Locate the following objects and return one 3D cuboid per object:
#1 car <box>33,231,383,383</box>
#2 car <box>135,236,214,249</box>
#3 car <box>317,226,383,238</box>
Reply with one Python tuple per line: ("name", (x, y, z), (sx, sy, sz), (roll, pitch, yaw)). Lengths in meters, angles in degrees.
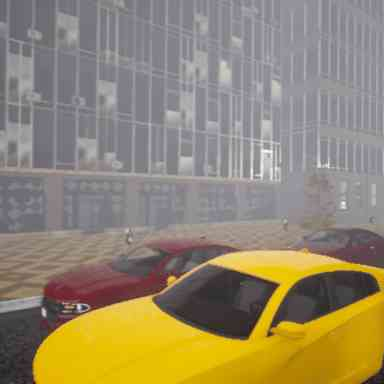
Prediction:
("car", (0.837, 1.509, 3.978), (5.008, 1.535, 1.882), (1, 0, -36))
("car", (-0.379, 1.580, 6.289), (4.507, 1.381, 1.887), (1, 0, -36))
("car", (4.253, 1.678, 9.598), (4.206, 1.307, 1.802), (1, 0, -36))
